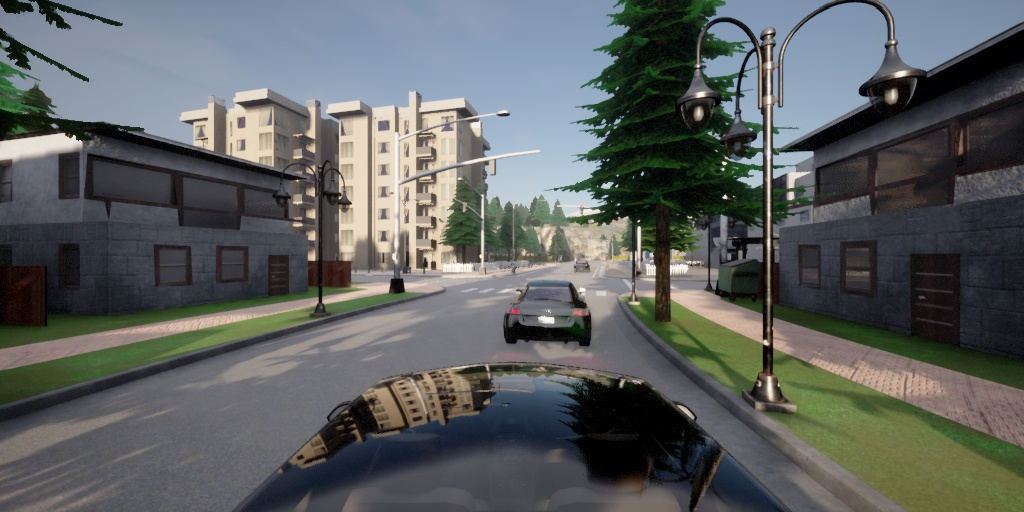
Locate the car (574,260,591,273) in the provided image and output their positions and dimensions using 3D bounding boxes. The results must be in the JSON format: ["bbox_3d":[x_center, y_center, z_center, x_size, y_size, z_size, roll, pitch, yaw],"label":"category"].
[{"bbox_3d":[8.802,1.275,45.009,2.128,1.511,4.902,0,0,14],"label":"car"}]

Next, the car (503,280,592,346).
[{"bbox_3d":[1.011,1.314,9.488,1.994,1.385,4.181,0,0,9],"label":"car"}]
